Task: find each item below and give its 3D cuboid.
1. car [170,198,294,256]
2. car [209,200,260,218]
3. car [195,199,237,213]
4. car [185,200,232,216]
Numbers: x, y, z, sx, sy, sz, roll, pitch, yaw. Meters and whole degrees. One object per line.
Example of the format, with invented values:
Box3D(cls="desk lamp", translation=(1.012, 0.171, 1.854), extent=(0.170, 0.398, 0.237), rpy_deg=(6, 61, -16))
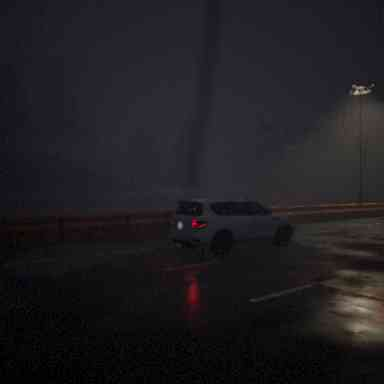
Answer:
Box3D(cls="car", translation=(1.757, 1.265, 13.575), extent=(5.566, 2.045, 2.150), rpy_deg=(0, 0, -36))
Box3D(cls="car", translation=(4.193, 1.579, 32.547), extent=(5.008, 1.535, 1.882), rpy_deg=(0, 0, -34))
Box3D(cls="car", translation=(2.901, 1.649, 40.133), extent=(5.008, 1.535, 1.882), rpy_deg=(0, 0, -35))
Box3D(cls="car", translation=(1.775, 1.621, 35.135), extent=(4.892, 1.490, 1.837), rpy_deg=(0, 0, -34))
